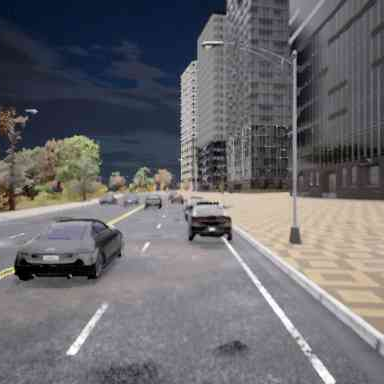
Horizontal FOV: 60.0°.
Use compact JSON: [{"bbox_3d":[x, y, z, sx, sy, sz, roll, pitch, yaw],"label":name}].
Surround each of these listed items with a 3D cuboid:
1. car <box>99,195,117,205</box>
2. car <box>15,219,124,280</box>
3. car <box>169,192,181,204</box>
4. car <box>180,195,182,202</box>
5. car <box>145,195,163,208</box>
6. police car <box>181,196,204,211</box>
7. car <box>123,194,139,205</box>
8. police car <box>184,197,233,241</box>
[{"bbox_3d":[-11.688,1.117,46.557,1.994,1.385,4.181,0,0,-4],"label":"car"},{"bbox_3d":[-3.273,1.466,9.660,1.994,1.385,4.181,0,1,-1],"label":"car"},{"bbox_3d":[-2.277,1.034,52.354,1.812,1.442,4.674,0,0,-5],"label":"car"},{"bbox_3d":[0.087,1.136,32.165,1.801,1.575,5.366,0,1,-3],"label":"car"},{"bbox_3d":[-4.460,1.111,38.997,2.128,1.511,4.902,0,1,-4],"label":"car"},{"bbox_3d":[0.382,1.164,26.035,1.930,1.638,5.238,0,1,-2],"label":"police car"},{"bbox_3d":[-8.403,1.049,46.265,2.128,1.511,4.902,0,0,-4],"label":"car"},{"bbox_3d":[0.739,1.263,15.948,1.930,1.638,5.238,0,1,-2],"label":"police car"}]
